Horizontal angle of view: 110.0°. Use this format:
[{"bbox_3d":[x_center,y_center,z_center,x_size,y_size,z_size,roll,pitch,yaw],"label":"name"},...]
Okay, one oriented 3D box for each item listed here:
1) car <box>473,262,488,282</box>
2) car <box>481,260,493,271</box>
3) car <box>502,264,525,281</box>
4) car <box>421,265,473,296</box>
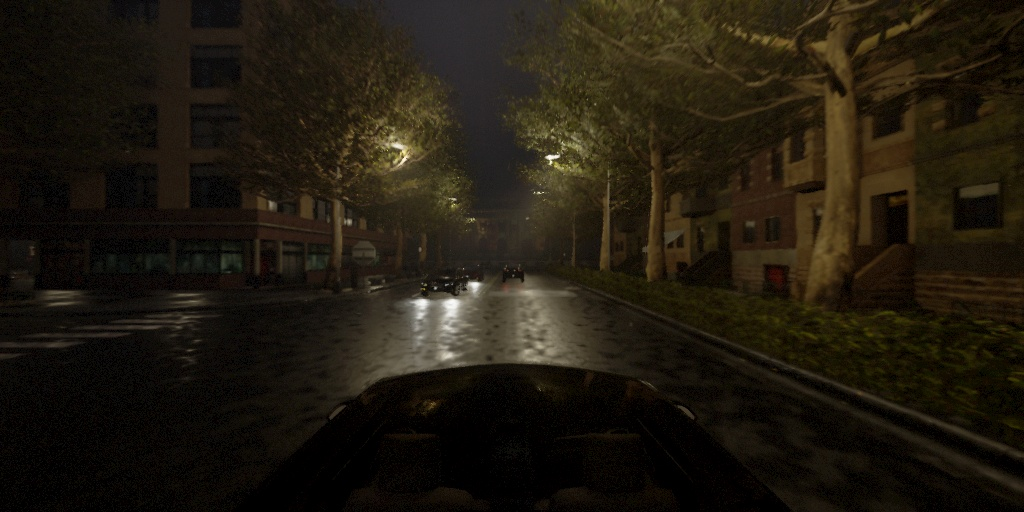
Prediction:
[{"bbox_3d":[-3.557,1.520,31.606,1.994,1.385,4.181,0,0,1],"label":"car"},{"bbox_3d":[-3.472,1.215,46.713,2.033,1.411,5.357,0,0,0],"label":"car"},{"bbox_3d":[0.119,1.451,32.154,2.128,1.511,4.902,0,0,0],"label":"car"},{"bbox_3d":[-3.688,1.384,20.267,1.837,1.490,4.892,0,-1,3],"label":"car"}]
